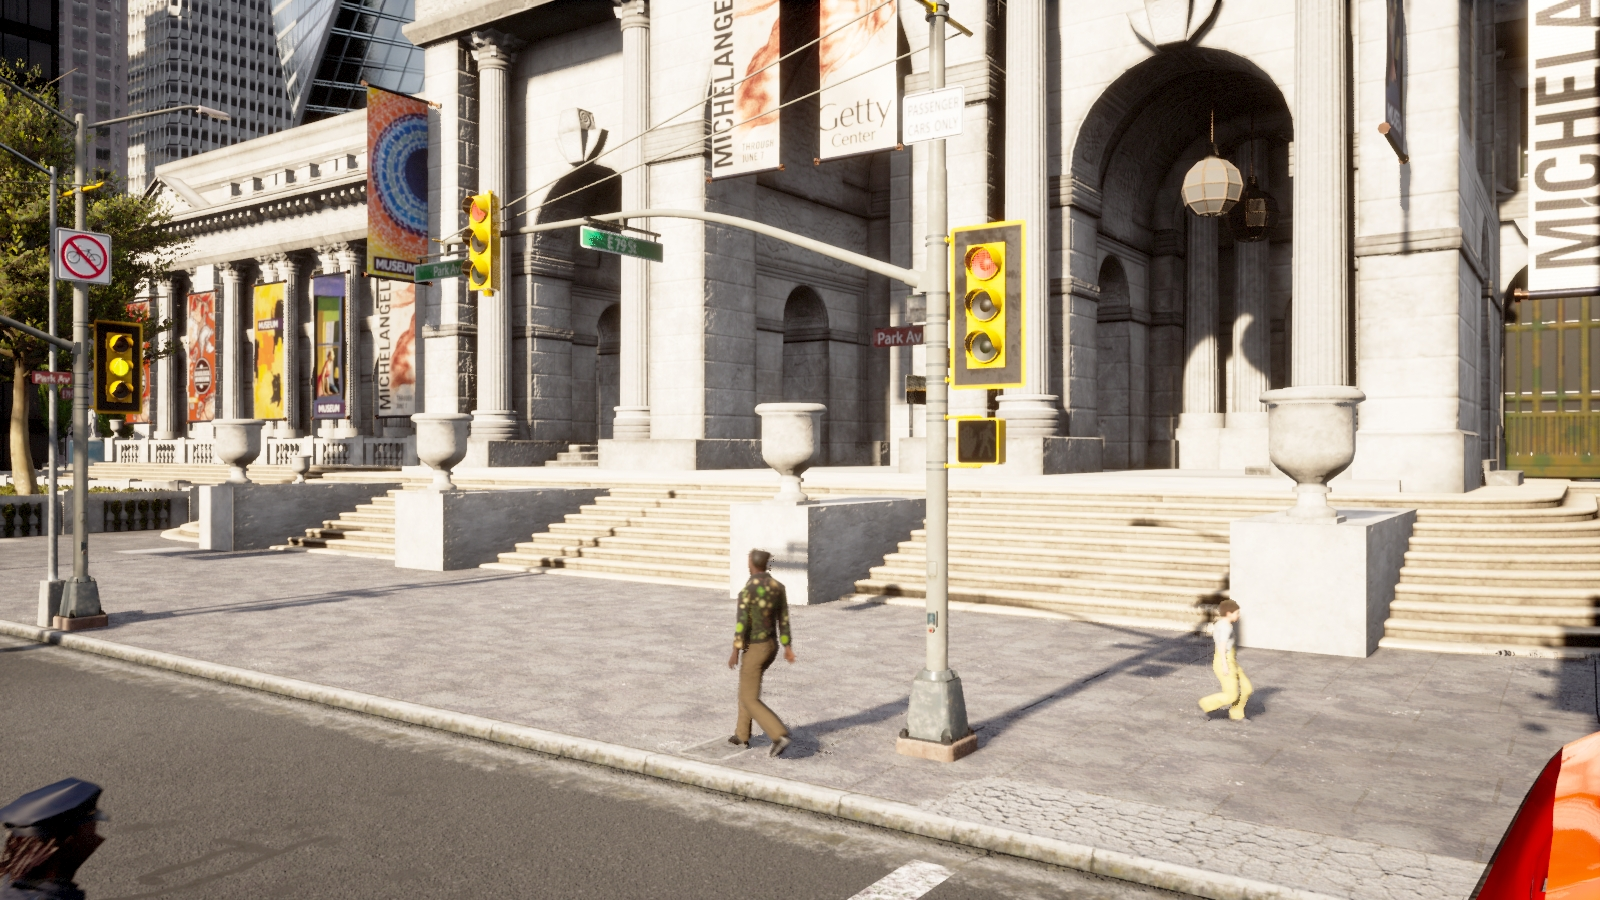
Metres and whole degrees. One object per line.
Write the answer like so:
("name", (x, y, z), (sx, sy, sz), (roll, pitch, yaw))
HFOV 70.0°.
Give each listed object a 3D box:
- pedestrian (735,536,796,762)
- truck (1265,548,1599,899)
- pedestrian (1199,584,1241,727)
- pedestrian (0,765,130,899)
("pedestrian", (-0.298, 1.694, 9.865), (0.375, 1.860, 0.375), (0, 0, 45))
("truck", (3.573, 1.570, 1.279), (5.204, 2.467, 2.627), (0, 0, 35))
("pedestrian", (4.073, 1.975, 11.075), (0.375, 1.300, 0.375), (0, 0, 20))
("pedestrian", (-2.099, 1.847, 3.075), (0.375, 1.860, 0.375), (0, 0, 30))
